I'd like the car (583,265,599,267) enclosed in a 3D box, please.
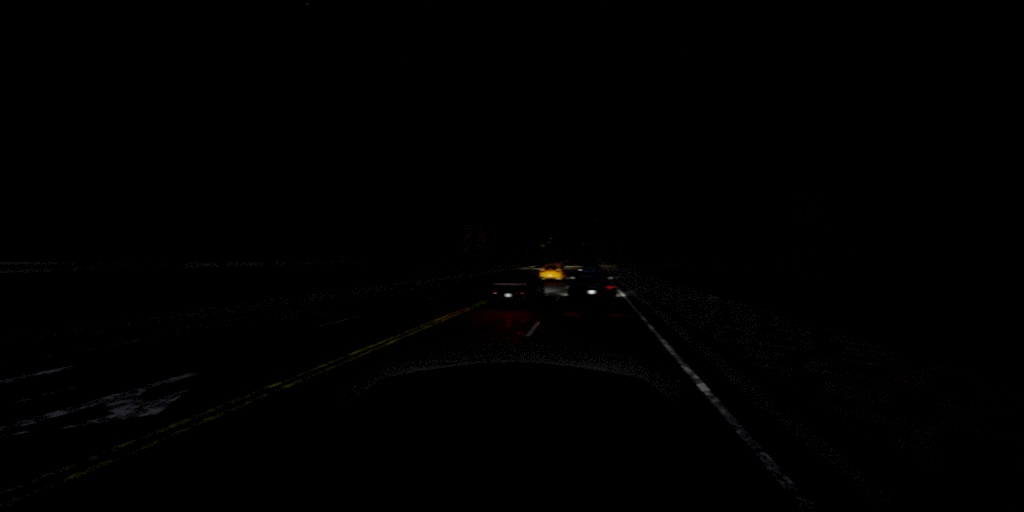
[{"bbox_3d":[6.693,1.448,30.293,2.033,1.411,5.357,-1,0,12],"label":"car"}]

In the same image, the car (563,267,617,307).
[{"bbox_3d":[3.542,1.387,15.942,1.994,1.385,4.181,-1,0,13],"label":"car"}]

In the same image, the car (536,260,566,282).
[{"bbox_3d":[3.630,1.422,31.472,1.882,1.535,5.008,-1,0,13],"label":"car"}]

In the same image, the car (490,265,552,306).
[{"bbox_3d":[0.370,1.356,16.648,2.128,1.511,4.902,-1,0,13],"label":"car"}]
